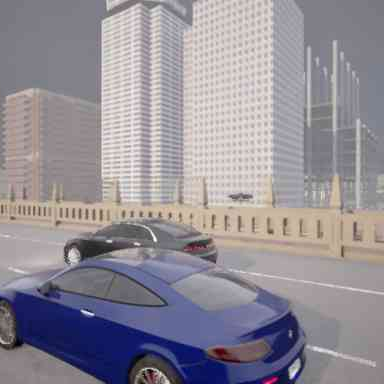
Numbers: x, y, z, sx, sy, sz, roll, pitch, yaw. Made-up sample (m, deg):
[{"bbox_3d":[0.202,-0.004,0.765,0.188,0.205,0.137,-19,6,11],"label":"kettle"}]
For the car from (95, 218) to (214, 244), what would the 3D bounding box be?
[{"bbox_3d":[-1.611,1.488,9.334,4.892,1.490,1.837,0,0,35],"label":"car"}]

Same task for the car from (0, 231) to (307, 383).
[{"bbox_3d":[-0.882,1.517,4.557,4.674,1.442,1.812,0,0,35],"label":"car"}]
